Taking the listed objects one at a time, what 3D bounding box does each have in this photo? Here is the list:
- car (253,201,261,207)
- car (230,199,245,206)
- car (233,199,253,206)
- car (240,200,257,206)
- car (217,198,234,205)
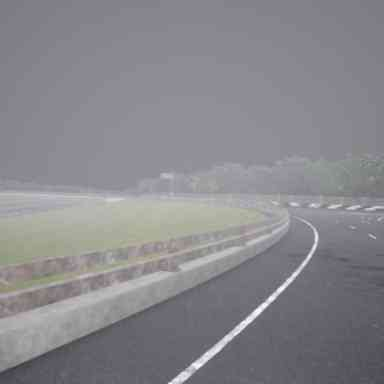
[{"bbox_3d":[15.523,2.989,83.125,1.994,1.385,4.181,2,-1,-16],"label":"car"},{"bbox_3d":[12.552,2.779,92.479,2.097,1.767,4.553,2,-1,-22],"label":"car"},{"bbox_3d":[12.399,2.852,81.262,1.994,1.385,4.181,2,-1,-16],"label":"car"},{"bbox_3d":[15.888,3.097,93.652,2.033,1.411,5.357,2,-1,-22],"label":"car"},{"bbox_3d":[9.464,2.759,90.718,1.882,1.535,5.008,2,-1,-22],"label":"car"}]
